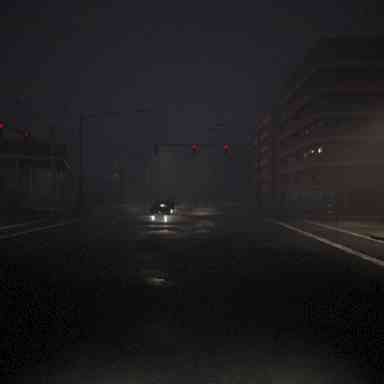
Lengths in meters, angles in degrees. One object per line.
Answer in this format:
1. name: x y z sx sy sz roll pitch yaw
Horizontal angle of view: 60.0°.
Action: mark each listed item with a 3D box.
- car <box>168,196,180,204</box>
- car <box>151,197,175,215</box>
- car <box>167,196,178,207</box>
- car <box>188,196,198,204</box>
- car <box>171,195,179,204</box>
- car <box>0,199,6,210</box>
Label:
1. car: -3.409 1.564 62.547 1.994 1.385 4.181 0 0 0
2. car: -3.183 1.547 34.692 2.033 1.411 5.357 0 0 -1
3. car: -3.268 1.564 43.933 1.994 1.385 4.181 0 0 -1
4. car: 0.231 1.526 64.979 1.812 1.442 4.674 0 0 0
5. car: -3.344 1.352 52.529 2.097 1.767 4.553 0 0 0
6. car: -24.063 1.456 38.891 3.806 1.475 1.970 0 0 1
